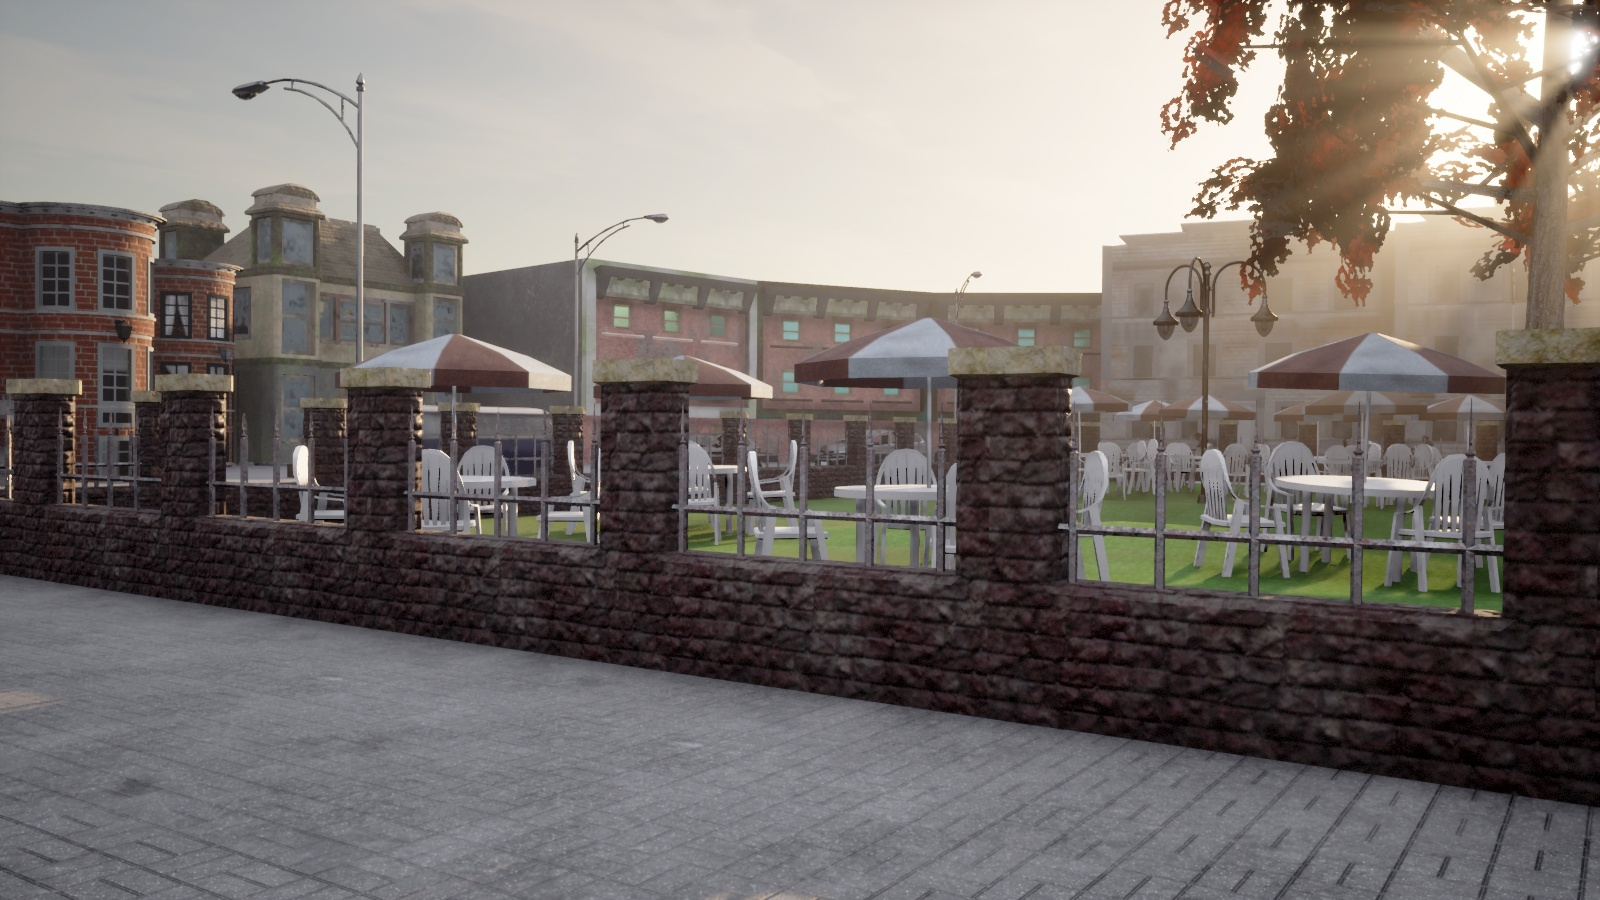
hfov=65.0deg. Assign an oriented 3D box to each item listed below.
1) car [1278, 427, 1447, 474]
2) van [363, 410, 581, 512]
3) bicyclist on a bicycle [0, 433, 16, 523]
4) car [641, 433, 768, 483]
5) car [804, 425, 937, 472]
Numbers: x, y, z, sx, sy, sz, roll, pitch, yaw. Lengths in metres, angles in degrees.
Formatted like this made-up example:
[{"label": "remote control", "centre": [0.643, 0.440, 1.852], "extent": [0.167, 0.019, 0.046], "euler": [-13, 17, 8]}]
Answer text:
[{"label": "car", "centre": [18.547, -0.003, 41.453], "extent": [4.792, 1.488, 2.163], "euler": [0, 1, 34]}, {"label": "van", "centre": [-6.920, 0.179, 26.926], "extent": [1.775, 1.987, 4.442], "euler": [0, 1, 34]}, {"label": "bicyclist on a bicycle", "centre": [-14.879, 0.516, 22.158], "extent": [0.582, 1.620, 1.656], "euler": [0, 1, 34]}, {"label": "car", "centre": [-2.979, 0.224, 40.109], "extent": [1.816, 1.474, 4.193], "euler": [0, 1, 34]}, {"label": "car", "centre": [2.704, -0.094, 47.481], "extent": [4.611, 1.667, 2.242], "euler": [-1, 1, -35]}]
